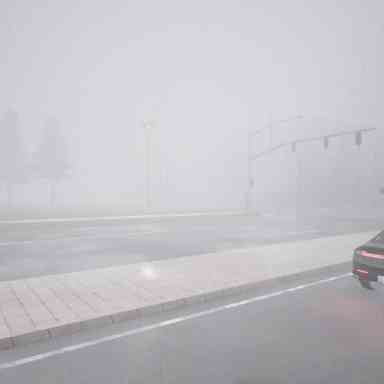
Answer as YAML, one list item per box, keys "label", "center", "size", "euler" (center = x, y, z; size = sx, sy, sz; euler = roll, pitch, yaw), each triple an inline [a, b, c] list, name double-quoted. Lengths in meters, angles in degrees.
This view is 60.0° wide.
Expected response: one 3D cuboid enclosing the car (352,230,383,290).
- label: "car"
  center: [5.717, 1.492, 7.848]
  size: [4.902, 1.511, 2.128]
  euler: [0, 0, -36]
